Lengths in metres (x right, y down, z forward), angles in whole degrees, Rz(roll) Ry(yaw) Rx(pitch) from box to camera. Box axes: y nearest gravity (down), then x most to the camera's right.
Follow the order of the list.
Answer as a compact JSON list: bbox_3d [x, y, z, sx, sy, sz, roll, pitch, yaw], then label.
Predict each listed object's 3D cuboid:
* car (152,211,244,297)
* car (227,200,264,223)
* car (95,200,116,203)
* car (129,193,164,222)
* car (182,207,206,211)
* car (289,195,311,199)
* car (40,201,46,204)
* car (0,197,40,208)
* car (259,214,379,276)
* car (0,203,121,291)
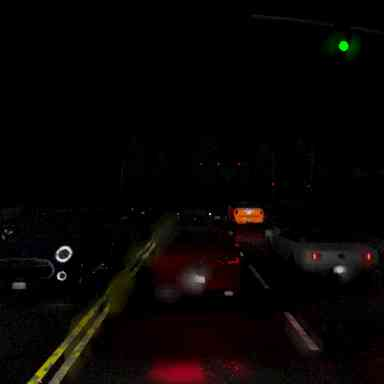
[{"bbox_3d":[0.110,1.475,8.642,1.882,1.535,5.008,0,0,0],"label":"car"},{"bbox_3d":[3.657,1.346,23.294,2.097,1.767,4.553,0,0,1],"label":"car"},{"bbox_3d":[-6.967,1.433,26.432,2.128,1.511,4.902,0,0,0],"label":"car"},{"bbox_3d":[-3.467,1.128,26.398,2.150,2.045,5.566,0,0,0],"label":"car"},{"bbox_3d":[0.125,1.543,18.864,2.033,1.411,5.357,0,0,0],"label":"car"},{"bbox_3d":[19.229,1.337,58.963,4.553,1.767,2.097,0,0,-2],"label":"car"},{"bbox_3d":[-21.697,1.460,43.556,5.008,1.535,1.882,0,0,-2],"label":"car"},{"bbox_3d":[-21.558,1.475,40.058,4.902,1.511,2.128,0,0,-2],"label":"car"},{"bbox_3d":[3.613,1.598,10.321,1.895,1.301,4.718,0,0,0],"label":"car"},{"bbox_3d":[-3.583,1.350,9.145,2.097,1.767,4.553,0,0,0],"label":"car"}]
